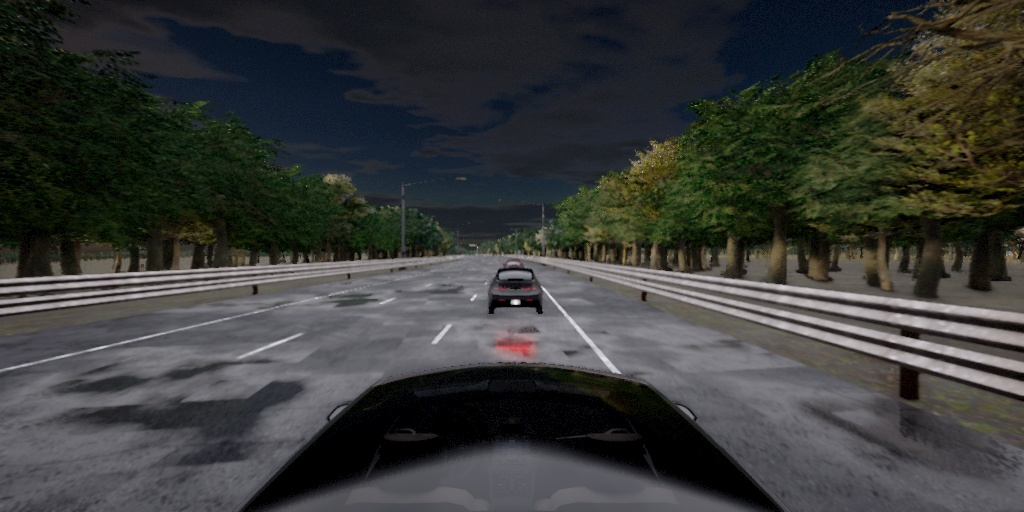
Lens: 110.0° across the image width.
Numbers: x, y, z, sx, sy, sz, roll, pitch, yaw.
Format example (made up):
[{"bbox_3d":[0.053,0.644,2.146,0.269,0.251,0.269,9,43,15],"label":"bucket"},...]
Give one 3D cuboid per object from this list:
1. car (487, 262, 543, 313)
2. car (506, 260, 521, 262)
[{"bbox_3d":[0.116,1.160,13.498,1.837,1.490,4.892,0,1,0],"label":"car"},{"bbox_3d":[0.108,1.040,31.337,1.812,1.442,4.674,0,0,0],"label":"car"}]
